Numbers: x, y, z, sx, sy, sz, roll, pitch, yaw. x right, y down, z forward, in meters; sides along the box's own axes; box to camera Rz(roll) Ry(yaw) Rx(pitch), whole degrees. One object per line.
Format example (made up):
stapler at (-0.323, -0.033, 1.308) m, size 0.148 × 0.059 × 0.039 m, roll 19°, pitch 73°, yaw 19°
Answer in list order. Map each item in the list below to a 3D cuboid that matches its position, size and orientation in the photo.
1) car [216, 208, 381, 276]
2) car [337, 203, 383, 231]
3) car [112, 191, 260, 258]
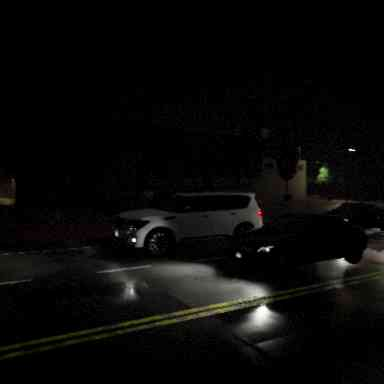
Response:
car at (3.230, 1.364, 9.800) m, size 4.674 × 1.442 × 1.812 m, roll 0°, pitch 1°, yaw -30°
car at (8.359, 1.282, 17.008) m, size 4.674 × 1.442 × 1.812 m, roll 0°, pitch 1°, yaw -34°
car at (0.014, 0.980, 11.950) m, size 5.566 × 2.045 × 2.150 m, roll 0°, pitch 1°, yaw -30°
